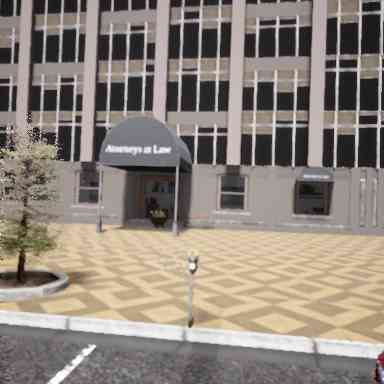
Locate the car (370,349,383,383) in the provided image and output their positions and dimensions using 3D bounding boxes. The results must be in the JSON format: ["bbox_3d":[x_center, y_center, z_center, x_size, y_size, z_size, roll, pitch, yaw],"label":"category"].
[{"bbox_3d":[3.988,1.700,2.534,4.674,1.442,1.812,1,-1,9],"label":"car"}]
